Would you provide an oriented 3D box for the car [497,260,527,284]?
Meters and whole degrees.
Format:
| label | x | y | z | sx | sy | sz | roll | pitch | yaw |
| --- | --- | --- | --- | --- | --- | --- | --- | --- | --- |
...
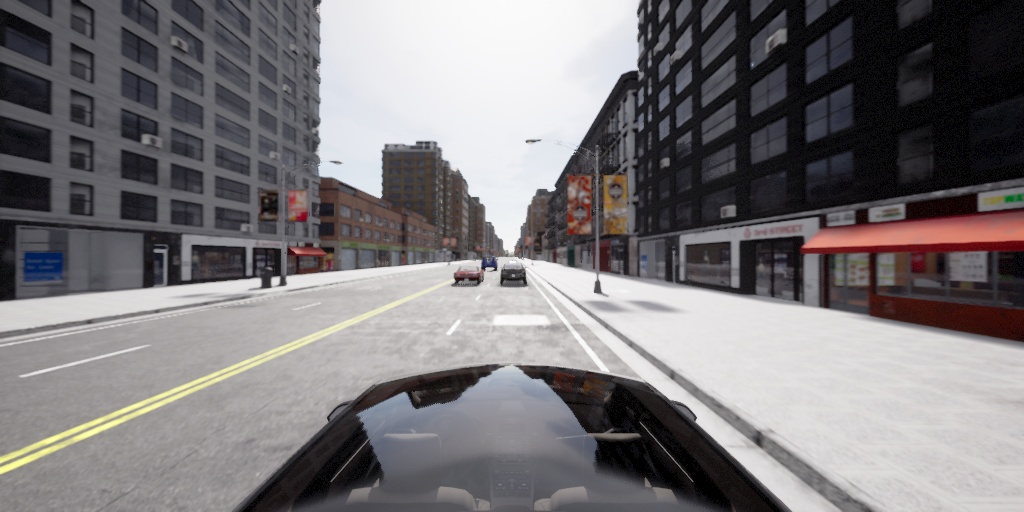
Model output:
| label | x | y | z | sx | sy | sz | roll | pitch | yaw |
| --- | --- | --- | --- | --- | --- | --- | --- | --- | --- |
| car | 0.098 | 1.232 | 27.352 | 1.882 | 1.535 | 5.008 | 0 | 0 | 0 |

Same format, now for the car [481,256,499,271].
| label | x | y | z | sx | sy | sz | roll | pitch | yaw |
| --- | --- | --- | --- | --- | --- | --- | --- | --- | --- |
| car | -3.154 | 0.978 | 50.840 | 2.150 | 2.045 | 5.566 | 0 | 0 | 0 |

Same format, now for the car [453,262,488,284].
| label | x | y | z | sx | sy | sz | roll | pitch | yaw |
| --- | --- | --- | --- | --- | --- | --- | --- | --- | --- |
| car | -3.152 | 1.355 | 27.211 | 1.895 | 1.301 | 4.718 | 0 | 0 | 0 |
